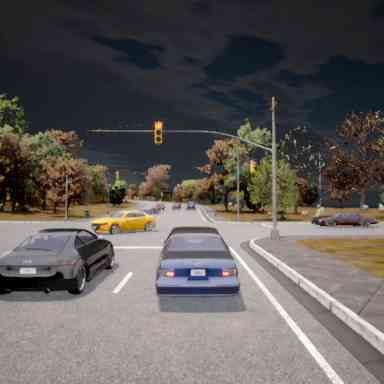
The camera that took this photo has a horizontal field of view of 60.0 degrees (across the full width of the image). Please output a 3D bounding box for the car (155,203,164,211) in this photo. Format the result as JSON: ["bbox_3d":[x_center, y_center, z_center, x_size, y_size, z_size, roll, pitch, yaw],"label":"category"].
[{"bbox_3d":[-7.218,3.522,64.965,2.033,1.411,5.357,0,0,0],"label":"car"}]

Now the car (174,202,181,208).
[{"bbox_3d":[-3.863,3.410,88.211,1.837,1.490,4.892,0,0,-4],"label":"car"}]

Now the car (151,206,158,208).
[{"bbox_3d":[-7.242,3.459,55.218,1.895,1.301,4.718,0,-1,0],"label":"car"}]

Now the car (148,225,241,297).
[{"bbox_3d":[0.068,1.645,8.893,2.033,1.411,5.357,0,-1,-1],"label":"car"}]

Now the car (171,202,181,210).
[{"bbox_3d":[-3.718,3.469,78.235,1.812,1.442,4.674,0,0,0],"label":"car"}]

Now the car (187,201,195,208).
[{"bbox_3d":[-0.339,3.225,87.954,1.882,1.535,5.008,0,0,-4],"label":"car"}]

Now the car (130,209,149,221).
[{"bbox_3d":[-7.234,3.136,46.198,1.812,1.442,4.674,0,-2,0],"label":"car"}]

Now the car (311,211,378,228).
[{"bbox_3d":[13.542,2.432,29.641,5.357,1.411,2.033,0,-3,-2],"label":"car"}]

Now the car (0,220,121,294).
[{"bbox_3d":[-3.446,1.663,9.001,1.994,1.385,4.181,0,-1,0],"label":"car"}]

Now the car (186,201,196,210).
[{"bbox_3d":[-0.216,3.294,77.775,2.097,1.767,4.553,0,0,0],"label":"car"}]

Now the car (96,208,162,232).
[{"bbox_3d":[-4.677,2.061,23.040,1.882,1.535,5.008,-3,-4,37],"label":"car"}]
